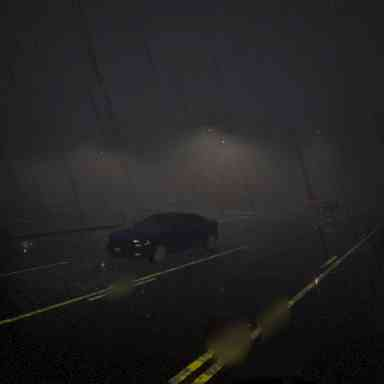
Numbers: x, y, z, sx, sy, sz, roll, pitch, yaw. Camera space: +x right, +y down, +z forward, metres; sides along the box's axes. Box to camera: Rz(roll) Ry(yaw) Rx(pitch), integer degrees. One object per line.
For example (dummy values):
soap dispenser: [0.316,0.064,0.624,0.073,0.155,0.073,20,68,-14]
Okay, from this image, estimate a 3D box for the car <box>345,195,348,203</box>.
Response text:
car: [22.925,1.490,53.174,2.128,1.511,4.902,0,0,35]

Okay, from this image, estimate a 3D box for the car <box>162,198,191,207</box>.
car: [-2.232,1.564,47.447,4.181,1.385,1.994,0,0,35]

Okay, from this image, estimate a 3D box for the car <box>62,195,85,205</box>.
car: [-21.656,1.491,60.652,4.902,1.511,2.128,0,0,34]

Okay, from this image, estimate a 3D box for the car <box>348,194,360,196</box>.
car: [30.017,1.312,63.401,2.097,1.767,4.553,0,0,34]

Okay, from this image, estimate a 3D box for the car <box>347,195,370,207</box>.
car: [25.278,1.601,50.429,1.895,1.301,4.718,0,0,35]

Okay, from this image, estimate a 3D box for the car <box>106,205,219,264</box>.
car: [-0.864,1.477,12.226,1.882,1.535,5.008,0,0,34]

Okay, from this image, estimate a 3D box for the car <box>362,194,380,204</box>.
car: [33.614,1.445,62.461,1.837,1.490,4.892,0,0,34]

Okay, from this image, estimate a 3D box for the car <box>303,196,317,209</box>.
car: [16.041,1.352,43.146,2.097,1.767,4.553,0,0,35]

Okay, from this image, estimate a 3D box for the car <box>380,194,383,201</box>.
car: [42.038,1.242,74.779,2.128,1.511,4.902,0,1,34]

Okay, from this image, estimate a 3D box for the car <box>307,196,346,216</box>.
car: [13.502,1.491,33.228,2.128,1.511,4.902,0,0,34]
